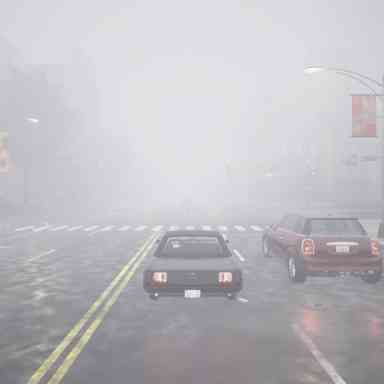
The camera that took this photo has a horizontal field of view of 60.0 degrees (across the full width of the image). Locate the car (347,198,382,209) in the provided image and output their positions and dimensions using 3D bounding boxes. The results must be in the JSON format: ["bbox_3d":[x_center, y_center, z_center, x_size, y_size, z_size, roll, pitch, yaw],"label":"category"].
[{"bbox_3d":[22.619,1.564,42.458,4.181,1.385,1.994,0,0,0],"label":"car"}]

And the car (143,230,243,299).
[{"bbox_3d":[0.015,1.601,8.393,1.895,1.301,4.718,0,0,0],"label":"car"}]

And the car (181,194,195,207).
[{"bbox_3d":[-0.652,1.505,51.731,1.837,1.490,4.892,1,0,5],"label":"car"}]

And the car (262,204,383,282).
[{"bbox_3d":[3.507,1.352,9.873,2.097,1.767,4.553,0,0,0],"label":"car"}]

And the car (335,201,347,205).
[{"bbox_3d":[22.699,1.547,45.958,5.357,1.411,2.033,0,0,0],"label":"car"}]

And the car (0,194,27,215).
[{"bbox_3d":[-19.999,1.221,34.143,5.566,2.045,2.150,0,0,0],"label":"car"}]
